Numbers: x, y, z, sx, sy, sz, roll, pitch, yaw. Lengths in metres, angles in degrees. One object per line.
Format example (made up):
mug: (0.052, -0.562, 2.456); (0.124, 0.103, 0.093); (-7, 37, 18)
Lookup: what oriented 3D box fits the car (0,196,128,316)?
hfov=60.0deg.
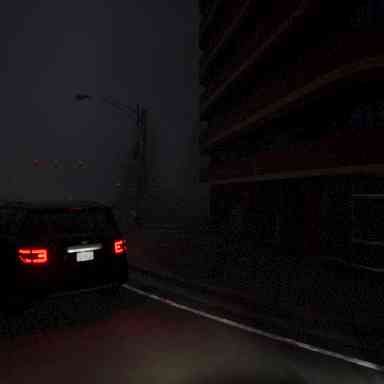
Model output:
car: (-3.583, 1.221, 7.907); (2.150, 2.045, 5.566); (0, 0, -40)

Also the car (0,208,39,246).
car: (-8.449, 1.564, 15.879); (1.994, 1.385, 4.181); (0, 0, -26)
